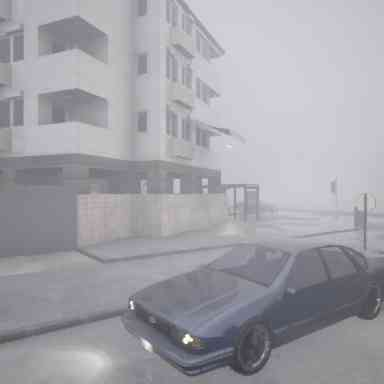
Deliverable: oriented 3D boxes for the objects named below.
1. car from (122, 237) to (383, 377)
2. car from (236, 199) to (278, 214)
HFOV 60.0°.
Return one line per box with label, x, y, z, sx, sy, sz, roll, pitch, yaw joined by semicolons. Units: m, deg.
car;1.584;1.547;5.768;5.357;1.411;2.033;0;0;-36
car;6.726;1.491;34.863;2.128;1.511;4.902;0;0;-36
